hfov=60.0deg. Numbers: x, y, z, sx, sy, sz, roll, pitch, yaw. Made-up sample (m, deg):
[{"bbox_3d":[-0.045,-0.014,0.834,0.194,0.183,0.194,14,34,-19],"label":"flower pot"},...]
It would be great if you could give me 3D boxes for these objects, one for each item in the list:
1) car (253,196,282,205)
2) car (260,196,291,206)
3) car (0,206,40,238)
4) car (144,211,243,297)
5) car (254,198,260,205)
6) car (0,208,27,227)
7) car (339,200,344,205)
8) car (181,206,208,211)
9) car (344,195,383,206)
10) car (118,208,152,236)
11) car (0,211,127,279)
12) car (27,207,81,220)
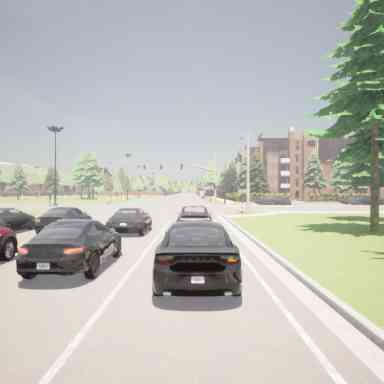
[{"bbox_3d":[13.673,1.491,60.430,4.902,1.511,2.128,0,0,0],"label":"car"},{"bbox_3d":[13.644,1.564,53.444,4.181,1.385,1.994,0,0,0],"label":"car"},{"bbox_3d":[-10.376,1.564,18.465,1.994,1.385,4.181,0,0,0],"label":"car"},{"bbox_3d":[0.111,1.478,8.641,1.882,1.535,5.008,0,0,0],"label":"car"},{"bbox_3d":[13.566,1.547,56.944,5.357,1.411,2.033,0,0,0],"label":"car"},{"bbox_3d":[-6.888,1.352,9.322,2.097,1.767,4.553,0,0,0],"label":"car"},{"bbox_3d":[28.213,1.547,57.019,5.357,1.411,2.033,0,0,0],"label":"car"},{"bbox_3d":[0.124,1.492,18.008,2.128,1.511,4.902,0,0,0],"label":"car"},{"bbox_3d":[27.655,1.351,53.521,4.553,1.767,2.097,0,0,0],"label":"car"},{"bbox_3d":[-3.377,1.564,18.342,1.994,1.385,4.181,0,0,0],"label":"car"},{"bbox_3d":[-3.388,1.526,9.880,1.812,1.442,4.674,0,0,0],"label":"car"},{"bbox_3d":[-6.878,1.526,18.156,1.812,1.442,4.674,0,0,0],"label":"car"}]
